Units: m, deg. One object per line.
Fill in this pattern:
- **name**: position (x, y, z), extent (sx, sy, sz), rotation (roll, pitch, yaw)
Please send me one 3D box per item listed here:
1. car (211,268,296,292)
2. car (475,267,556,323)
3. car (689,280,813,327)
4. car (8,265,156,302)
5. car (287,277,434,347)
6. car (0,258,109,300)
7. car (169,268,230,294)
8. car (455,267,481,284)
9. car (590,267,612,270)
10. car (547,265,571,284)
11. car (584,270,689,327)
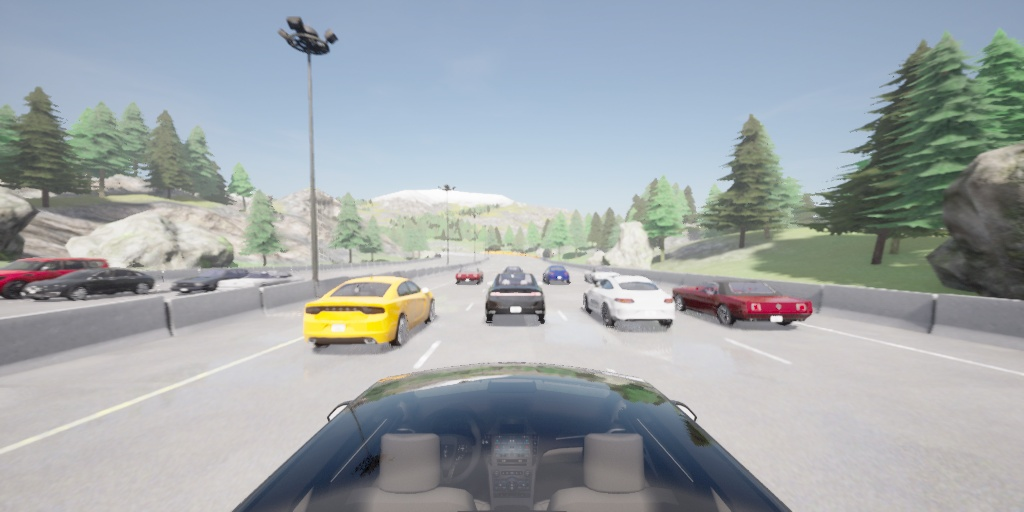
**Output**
- **car**: position (-14.046, 1.494, 20.390), extent (1.895, 1.301, 4.718), rotation (0, 0, 0)
- **car**: position (0.106, 1.319, 12.521), extent (2.128, 1.511, 4.902), rotation (0, 0, 0)
- **car**: position (7.106, 1.421, 11.846), extent (1.895, 1.301, 4.718), rotation (0, 0, 0)
- **car**: position (-21.061, 1.383, 18.185), extent (1.837, 1.490, 4.892), rotation (0, -1, 0)
- **car**: position (-3.396, 1.281, 9.493), extent (1.882, 1.535, 5.008), rotation (0, 0, 0)
- **car**: position (-24.558, 1.107, 18.860), extent (2.150, 2.045, 5.566), rotation (0, -1, 0)
- **car**: position (-17.535, 1.453, 21.862), extent (2.033, 1.411, 5.357), rotation (0, 0, 1)
- **car**: position (-3.385, 1.565, 29.502), extent (1.895, 1.301, 4.718), rotation (0, 0, 0)
- **car**: position (7.115, 1.559, 28.981), extent (1.895, 1.301, 4.718), rotation (0, 0, 0)
- **car**: position (3.616, 1.489, 29.551), extent (1.812, 1.442, 4.674), rotation (0, 0, 0)
- **car**: position (3.606, 1.345, 11.630), extent (1.812, 1.442, 4.674), rotation (0, 0, 0)
